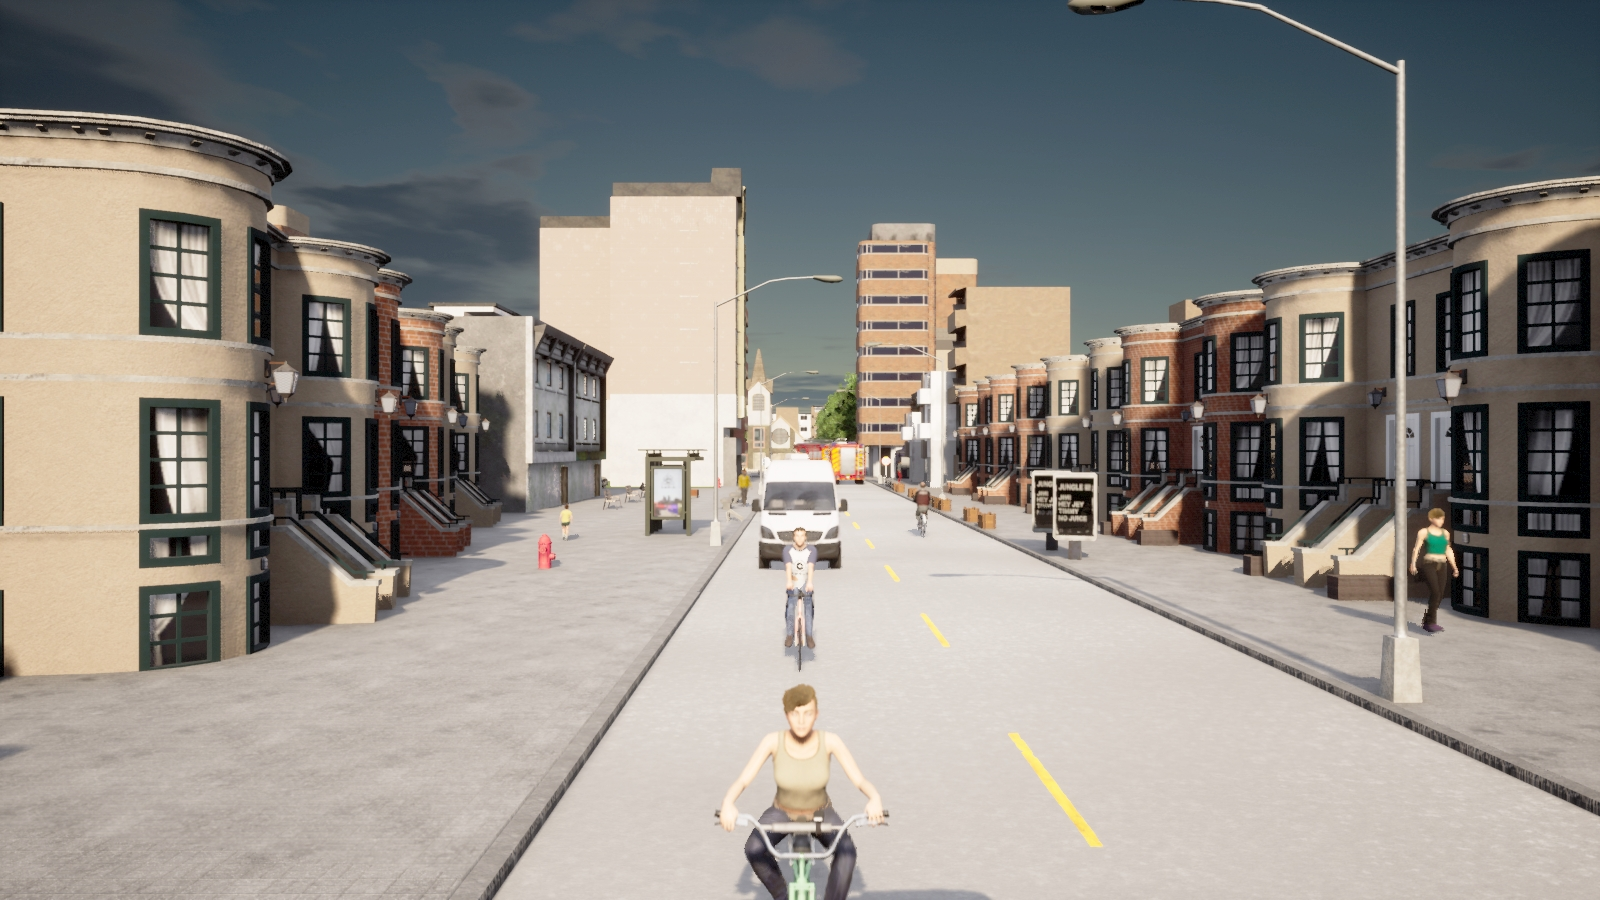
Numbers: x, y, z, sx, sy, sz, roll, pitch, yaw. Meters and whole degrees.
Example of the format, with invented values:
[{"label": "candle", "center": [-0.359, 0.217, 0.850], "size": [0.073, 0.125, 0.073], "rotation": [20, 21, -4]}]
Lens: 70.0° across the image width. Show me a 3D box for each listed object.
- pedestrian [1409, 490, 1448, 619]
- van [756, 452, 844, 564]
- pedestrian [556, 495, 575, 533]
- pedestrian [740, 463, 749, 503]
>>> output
[{"label": "pedestrian", "center": [9.246, 1.530, 16.814], "size": [0.375, 1.860, 0.375], "rotation": [0, 0, -2]}, {"label": "van", "center": [0.004, 1.327, 28.896], "size": [1.988, 2.561, 5.915], "rotation": [0, 0, 0]}, {"label": "pedestrian", "center": [-7.019, 1.922, 34.258], "size": [0.500, 1.100, 0.500], "rotation": [0, 0, -6]}, {"label": "pedestrian", "center": [-2.623, 1.544, 53.832], "size": [0.375, 1.860, 0.375], "rotation": [0, 0, -14]}]
